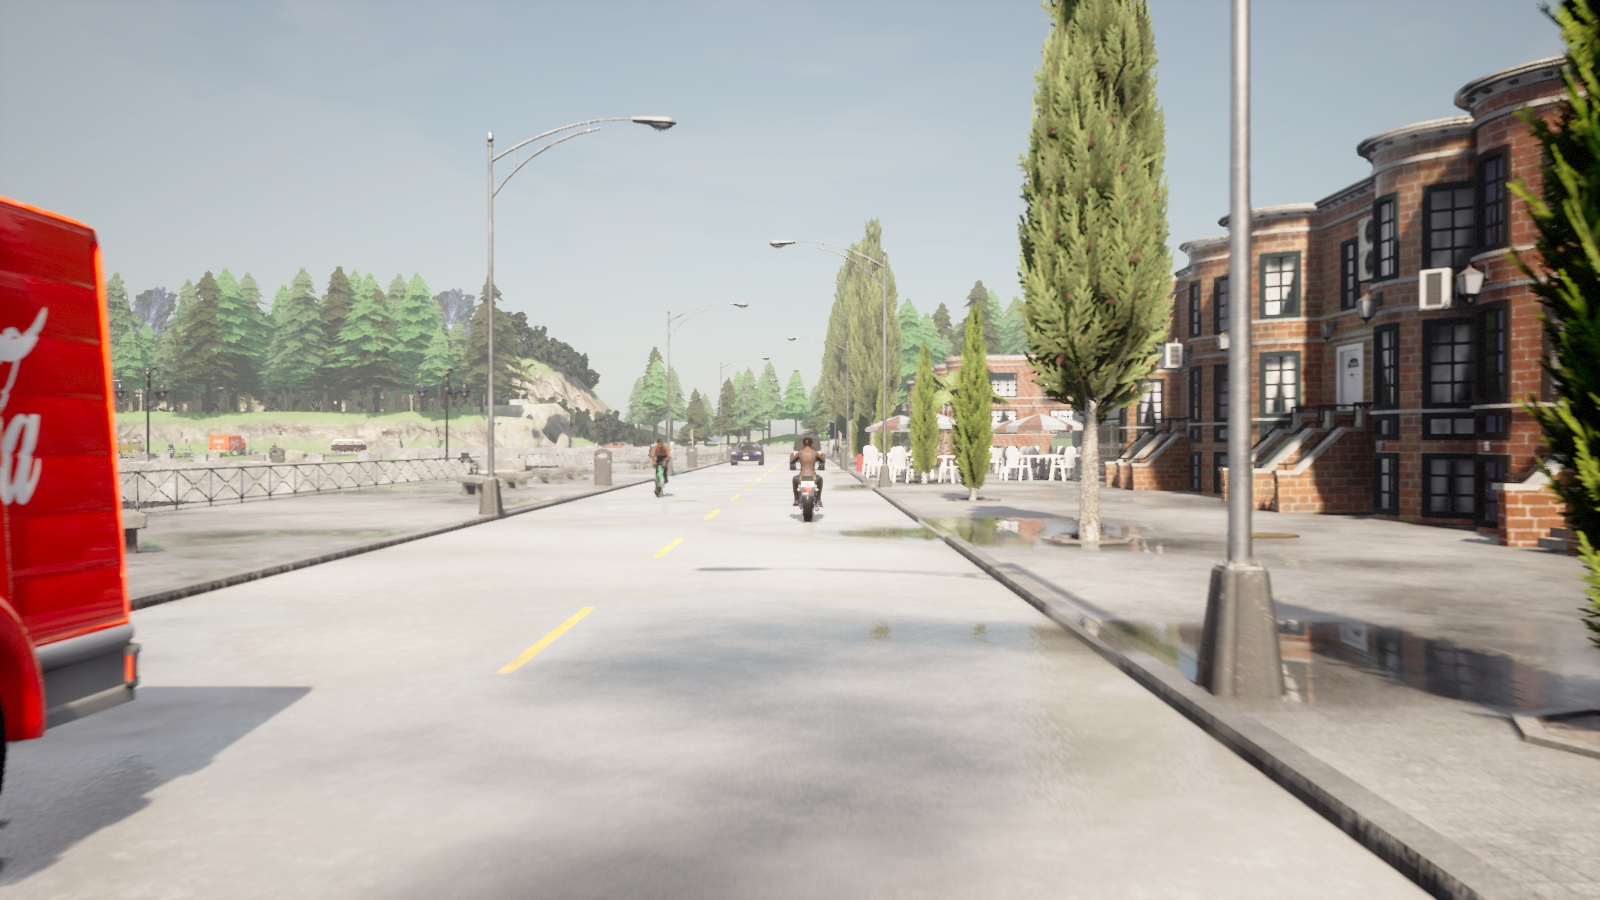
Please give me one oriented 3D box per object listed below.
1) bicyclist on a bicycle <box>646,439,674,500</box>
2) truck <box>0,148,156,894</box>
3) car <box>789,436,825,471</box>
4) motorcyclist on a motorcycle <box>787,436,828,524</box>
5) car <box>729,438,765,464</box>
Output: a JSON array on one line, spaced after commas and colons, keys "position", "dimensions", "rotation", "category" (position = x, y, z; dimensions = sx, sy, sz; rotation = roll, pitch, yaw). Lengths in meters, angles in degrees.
[{"position": [-3.795, 0.504, 34.095], "dimensions": [0.582, 1.620, 1.656], "rotation": [0, 1, 0], "category": "bicyclist on a bicycle"}, {"position": [-3.969, 0.242, 2.552], "dimensions": [2.627, 2.467, 5.204], "rotation": [0, 0, 0], "category": "truck"}, {"position": [0.397, 0.153, 69.135], "dimensions": [1.905, 1.878, 3.866], "rotation": [0, 0, 0], "category": "car"}, {"position": [0.151, 0.558, 24.645], "dimensions": [0.766, 1.649, 2.350], "rotation": [0, 0, 0], "category": "motorcyclist on a motorcycle"}, {"position": [-3.518, 0.048, 84.240], "dimensions": [2.152, 1.651, 5.027], "rotation": [0, 0, 0], "category": "car"}]
